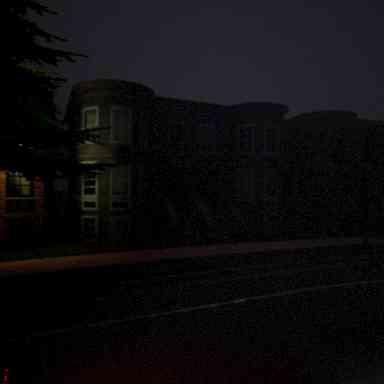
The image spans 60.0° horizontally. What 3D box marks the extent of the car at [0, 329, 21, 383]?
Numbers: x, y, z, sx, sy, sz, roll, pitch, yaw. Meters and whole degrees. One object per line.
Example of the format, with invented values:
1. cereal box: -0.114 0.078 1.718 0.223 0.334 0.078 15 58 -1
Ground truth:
1. car: -3.309 1.470 1.161 4.902 1.511 2.128 1 -1 -34
